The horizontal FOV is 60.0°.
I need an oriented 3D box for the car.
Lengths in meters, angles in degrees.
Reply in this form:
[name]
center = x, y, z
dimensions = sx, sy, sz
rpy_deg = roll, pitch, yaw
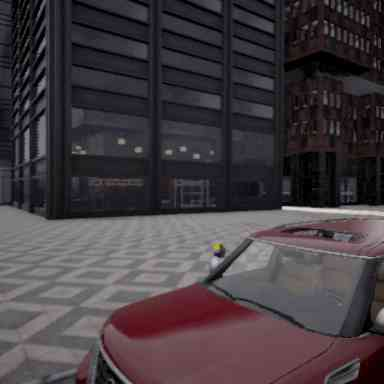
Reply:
[car]
center = 1.464, 1.289, 3.532
dimensions = 5.009, 1.841, 2.192
rpy_deg = 0, 0, -34
